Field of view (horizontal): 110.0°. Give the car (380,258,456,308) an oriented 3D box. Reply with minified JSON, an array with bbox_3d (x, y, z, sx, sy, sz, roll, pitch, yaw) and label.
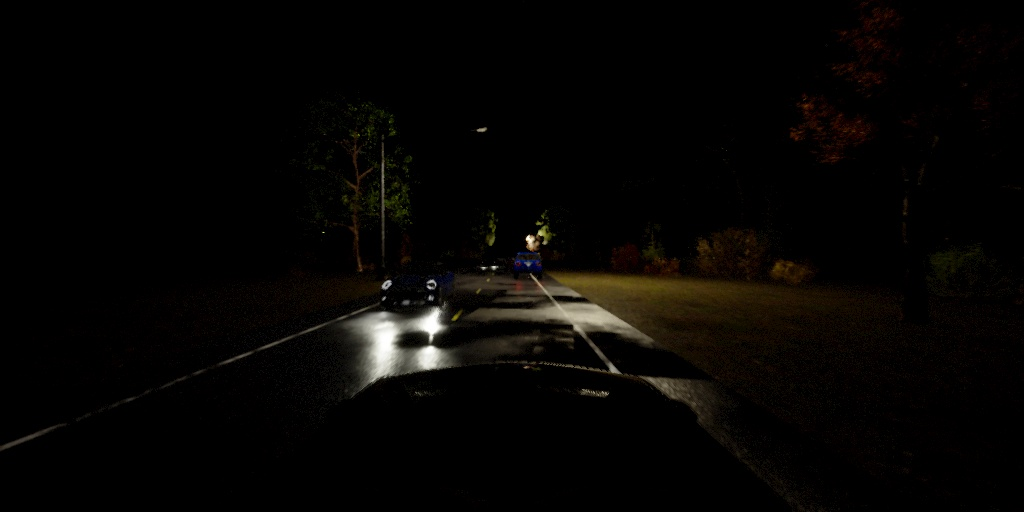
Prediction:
[{"bbox_3d":[-3.598,0.981,14.436,2.097,1.767,4.553,0,1,0],"label":"car"}]

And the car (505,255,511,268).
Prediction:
[{"bbox_3d":[-0.002,0.888,48.639,2.033,1.411,5.357,0,0,0],"label":"car"}]

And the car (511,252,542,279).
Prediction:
[{"bbox_3d":[1.220,0.722,29.207,2.150,2.045,5.566,0,1,0],"label":"car"}]

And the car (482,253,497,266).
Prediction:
[{"bbox_3d":[-3.538,0.503,57.478,2.150,2.045,5.566,0,0,1],"label":"car"}]
